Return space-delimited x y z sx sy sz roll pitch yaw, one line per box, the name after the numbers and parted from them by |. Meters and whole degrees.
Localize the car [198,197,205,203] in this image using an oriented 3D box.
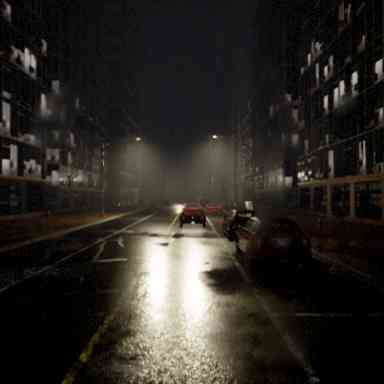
2.550 2.286 91.477 1.967 1.590 4.097 0 0 0 | car

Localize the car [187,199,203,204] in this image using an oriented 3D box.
0.034 1.984 42.581 1.994 1.385 4.181 0 -1 0 | car

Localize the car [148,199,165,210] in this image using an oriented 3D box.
-5.768 2.049 51.625 1.887 1.381 4.507 0 -1 0 | car

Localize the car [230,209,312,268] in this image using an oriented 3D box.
2.674 1.561 11.788 1.967 1.590 4.097 0 -1 0 | car

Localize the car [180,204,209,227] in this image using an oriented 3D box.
0.062 1.856 25.172 1.895 1.301 4.718 0 -1 0 | car

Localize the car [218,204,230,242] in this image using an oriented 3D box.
2.665 1.618 17.479 1.967 1.590 4.097 0 -1 0 | car

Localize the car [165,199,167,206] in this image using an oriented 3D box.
-5.777 2.137 57.318 1.802 1.307 4.206 0 -1 0 | car

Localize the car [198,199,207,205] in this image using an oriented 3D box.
2.568 2.318 80.091 1.947 1.339 4.313 0 0 0 | car

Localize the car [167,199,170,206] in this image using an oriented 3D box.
-5.795 2.200 68.703 1.887 1.381 4.507 0 -1 0 | car

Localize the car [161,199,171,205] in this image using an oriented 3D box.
-5.804 2.271 74.395 1.947 1.339 4.313 0 0 0 | car

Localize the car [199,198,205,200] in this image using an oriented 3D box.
2.603 2.120 57.323 1.947 1.339 4.313 0 -1 0 | car

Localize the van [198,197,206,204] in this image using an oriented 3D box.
2.559 2.140 85.787 1.690 1.788 3.998 0 0 0 | van

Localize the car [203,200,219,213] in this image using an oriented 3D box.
2.630 1.944 40.248 1.887 1.381 4.507 0 -1 0 | car
